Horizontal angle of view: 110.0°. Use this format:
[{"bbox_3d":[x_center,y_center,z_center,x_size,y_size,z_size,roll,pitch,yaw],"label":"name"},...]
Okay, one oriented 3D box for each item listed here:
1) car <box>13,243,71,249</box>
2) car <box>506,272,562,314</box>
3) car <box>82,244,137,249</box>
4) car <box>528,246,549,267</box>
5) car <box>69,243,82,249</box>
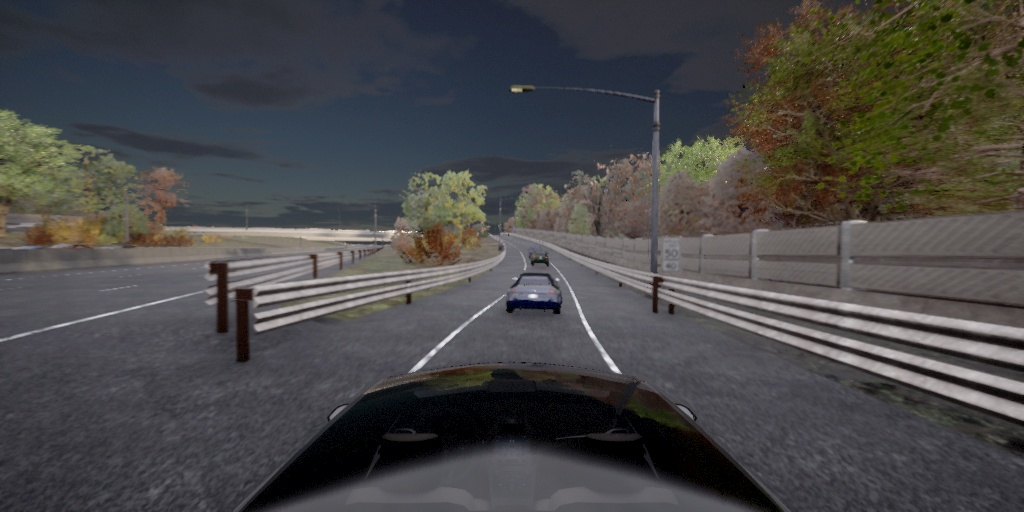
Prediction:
[{"bbox_3d":[-41.762,-0.088,30.986,1.882,1.535,5.008,0,1,-19],"label":"car"},{"bbox_3d":[0.933,1.337,14.170,1.994,1.385,4.181,1,0,6],"label":"car"},{"bbox_3d":[-39.793,-0.295,36.074,2.097,1.767,4.553,0,1,-19],"label":"car"},{"bbox_3d":[3.408,0.144,44.503,2.150,2.045,5.566,1,3,1],"label":"car"},{"bbox_3d":[-48.183,-0.688,38.937,1.882,1.535,5.008,0,1,-19],"label":"car"}]
